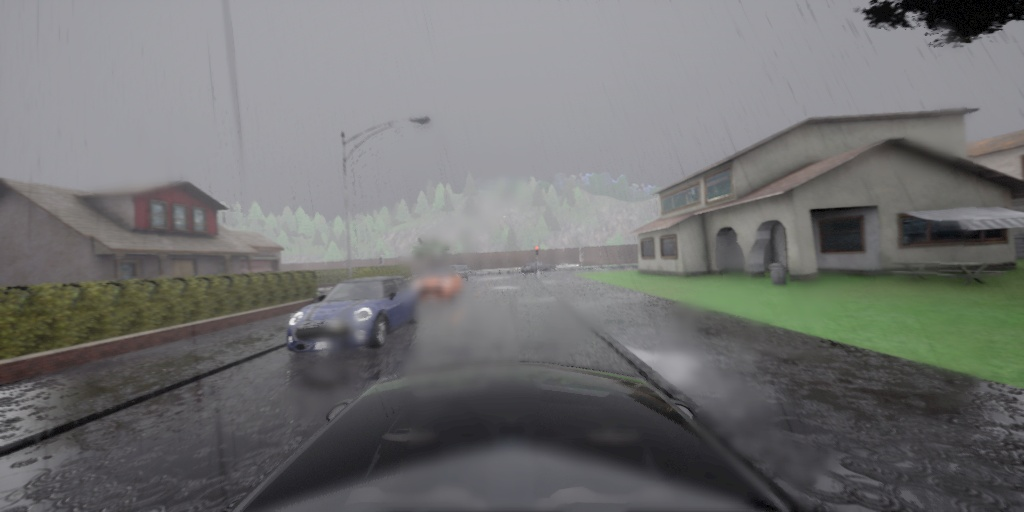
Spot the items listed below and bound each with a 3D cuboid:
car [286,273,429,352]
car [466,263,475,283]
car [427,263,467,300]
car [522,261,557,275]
[{"bbox_3d":[-4.127,1.402,10.124,2.097,1.767,4.553,-3,0,2],"label":"car"},{"bbox_3d":[-4.003,1.312,28.047,1.837,1.490,4.892,-3,0,0],"label":"car"},{"bbox_3d":[-4.084,1.488,20.387,2.097,1.767,4.553,-3,0,0],"label":"car"},{"bbox_3d":[3.413,1.409,43.679,4.902,1.511,2.128,-3,-2,-39],"label":"car"}]
